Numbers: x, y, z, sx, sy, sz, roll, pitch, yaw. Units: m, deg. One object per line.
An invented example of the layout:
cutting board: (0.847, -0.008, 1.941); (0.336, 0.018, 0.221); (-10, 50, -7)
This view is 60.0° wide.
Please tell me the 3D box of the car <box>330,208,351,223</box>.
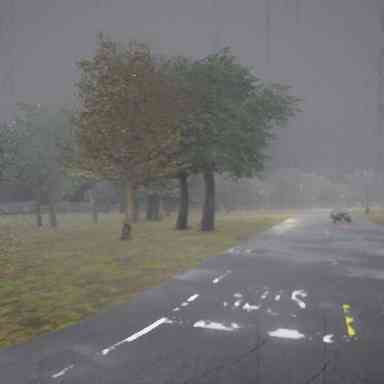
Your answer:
car: (17.677, 2.896, 39.285); (1.837, 1.490, 4.892); (-2, -3, 21)
